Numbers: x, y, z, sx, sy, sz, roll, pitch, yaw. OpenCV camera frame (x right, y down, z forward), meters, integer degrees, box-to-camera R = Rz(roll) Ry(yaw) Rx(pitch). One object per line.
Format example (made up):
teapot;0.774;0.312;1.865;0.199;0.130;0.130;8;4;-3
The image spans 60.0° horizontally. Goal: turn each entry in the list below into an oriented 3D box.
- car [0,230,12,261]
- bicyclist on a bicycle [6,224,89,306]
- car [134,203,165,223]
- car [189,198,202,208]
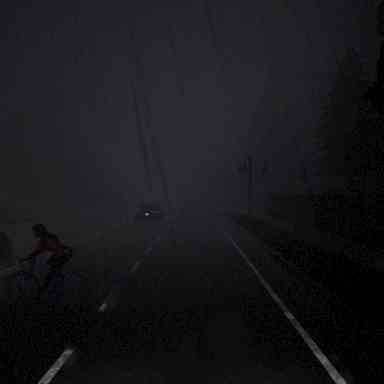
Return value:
car;-7.035;1.564;9.466;1.994;1.385;4.181;0;0;1
bicyclist on a bicycle;-2.841;1.452;6.532;1.656;1.620;0.582;0;0;1
car;-3.198;1.564;25.713;1.994;1.385;4.181;0;0;1
car;0.497;1.547;47.584;2.033;1.411;5.357;0;0;1
